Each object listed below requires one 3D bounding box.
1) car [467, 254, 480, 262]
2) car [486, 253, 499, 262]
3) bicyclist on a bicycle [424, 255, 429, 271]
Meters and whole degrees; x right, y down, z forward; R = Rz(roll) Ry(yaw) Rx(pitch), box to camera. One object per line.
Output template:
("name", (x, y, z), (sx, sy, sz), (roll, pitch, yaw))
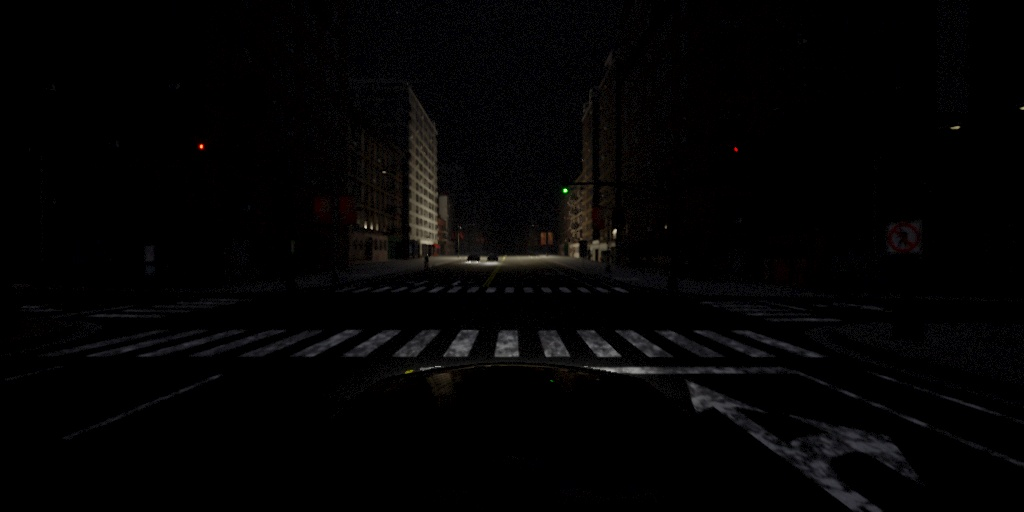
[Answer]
("car", (-6.577, 0.271, 62.116), (1.994, 1.385, 4.181), (0, 1, 0))
("car", (-3.327, 0.199, 62.120), (2.128, 1.511, 4.902), (0, 1, 0))
("bicyclist on a bicycle", (-8.791, 0.747, 36.899), (0.582, 1.620, 1.656), (0, 2, 0))
